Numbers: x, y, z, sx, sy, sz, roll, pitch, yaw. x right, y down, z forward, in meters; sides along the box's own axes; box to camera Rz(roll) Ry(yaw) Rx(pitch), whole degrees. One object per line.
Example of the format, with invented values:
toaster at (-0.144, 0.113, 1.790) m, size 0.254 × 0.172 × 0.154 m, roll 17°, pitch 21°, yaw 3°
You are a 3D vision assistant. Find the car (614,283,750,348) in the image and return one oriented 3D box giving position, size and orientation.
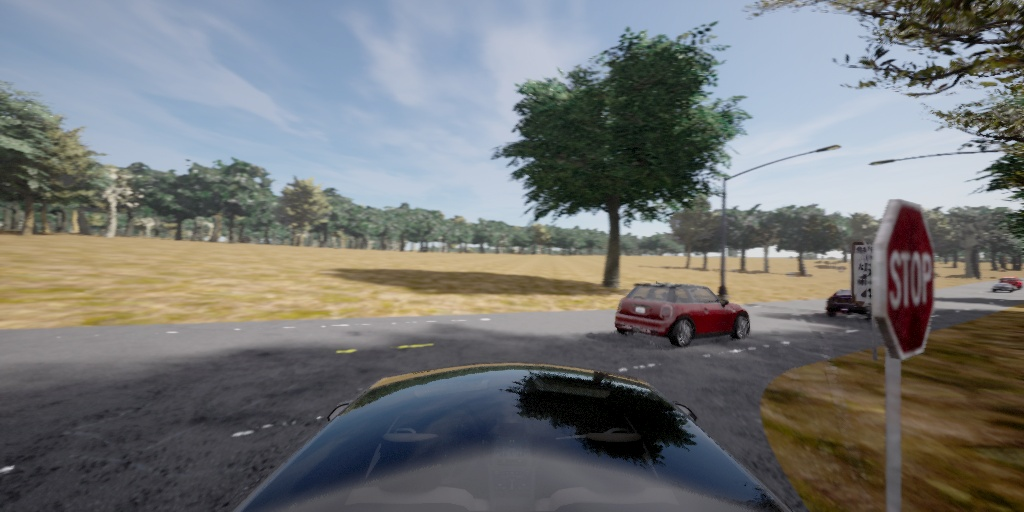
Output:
car at (5.383, 1.650, 11.206) m, size 4.553 × 1.767 × 2.097 m, roll 4°, pitch -3°, yaw -32°

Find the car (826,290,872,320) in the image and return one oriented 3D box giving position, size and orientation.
car at (19.352, 2.646, 19.966) m, size 4.892 × 1.490 × 1.837 m, roll 3°, pitch -2°, yaw -32°
